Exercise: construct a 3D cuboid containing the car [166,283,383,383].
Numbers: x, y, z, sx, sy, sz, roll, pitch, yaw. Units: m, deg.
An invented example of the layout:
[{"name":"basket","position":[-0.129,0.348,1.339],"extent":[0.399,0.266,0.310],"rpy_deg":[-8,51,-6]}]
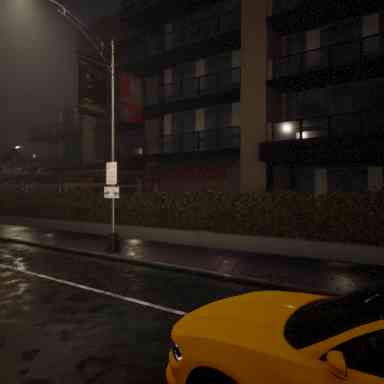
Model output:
[{"name":"car","position":[2.060,1.478,2.610],"extent":[5.008,1.535,1.882],"rpy_deg":[0,0,35]}]
